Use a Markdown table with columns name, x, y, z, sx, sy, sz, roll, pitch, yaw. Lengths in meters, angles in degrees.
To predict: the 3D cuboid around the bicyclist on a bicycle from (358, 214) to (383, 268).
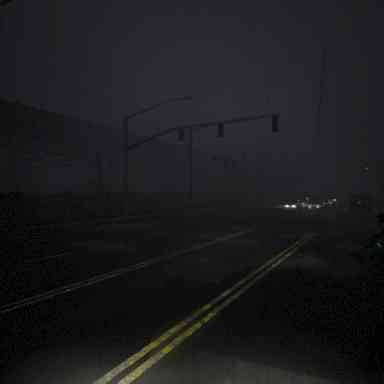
| name | x | y | z | sx | sy | sz | roll | pitch | yaw |
| --- | --- | --- | --- | --- | --- | --- | --- | --- | --- |
| bicyclist on a bicycle | 5.671 | 1.455 | 9.565 | 1.656 | 1.620 | 0.582 | -3 | -2 | 35 |

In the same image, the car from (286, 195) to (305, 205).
| name | x | y | z | sx | sy | sz | roll | pitch | yaw |
| --- | --- | --- | --- | --- | --- | --- | --- | --- | --- |
| car | 17.543 | 1.369 | 57.374 | 2.128 | 1.511 | 4.902 | 0 | 1 | 28 |

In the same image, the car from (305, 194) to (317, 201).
| name | x | y | z | sx | sy | sz | roll | pitch | yaw |
| --- | --- | --- | --- | --- | --- | --- | --- | --- | --- |
| car | 26.550 | 1.168 | 74.269 | 1.994 | 1.385 | 4.181 | 0 | 1 | 28 |

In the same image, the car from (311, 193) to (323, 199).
| name | x | y | z | sx | sy | sz | roll | pitch | yaw |
| --- | --- | --- | --- | --- | --- | --- | --- | --- | --- |
| car | 31.533 | 0.948 | 83.645 | 2.033 | 1.411 | 5.357 | 0 | 1 | 28 |

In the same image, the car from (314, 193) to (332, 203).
| name | x | y | z | sx | sy | sz | roll | pitch | yaw |
| --- | --- | --- | --- | --- | --- | --- | --- | --- | --- |
| car | 25.278 | 1.305 | 64.421 | 2.033 | 1.411 | 5.357 | 0 | 1 | 28 |

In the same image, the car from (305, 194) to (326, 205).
| name | x | y | z | sx | sy | sz | roll | pitch | yaw |
| --- | --- | --- | --- | --- | --- | --- | --- | --- | --- |
| car | 20.926 | 1.431 | 56.281 | 1.994 | 1.385 | 4.181 | 0 | 1 | 29 |

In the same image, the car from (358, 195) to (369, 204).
| name | x | y | z | sx | sy | sz | roll | pitch | yaw |
| --- | --- | --- | --- | --- | --- | --- | --- | --- | --- |
| car | 30.794 | 1.304 | 59.666 | 1.812 | 1.442 | 4.674 | 0 | 1 | 28 |

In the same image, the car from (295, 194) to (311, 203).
| name | x | y | z | sx | sy | sz | roll | pitch | yaw |
| --- | --- | --- | --- | --- | --- | --- | --- | --- | --- |
| car | 21.982 | 1.257 | 65.678 | 2.128 | 1.511 | 4.902 | 0 | 1 | 28 |

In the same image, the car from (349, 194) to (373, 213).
| name | x | y | z | sx | sy | sz | roll | pitch | yaw |
| --- | --- | --- | --- | --- | --- | --- | --- | --- | --- |
| car | 18.654 | 1.199 | 36.827 | 2.150 | 2.045 | 5.566 | 0 | 0 | 28 |

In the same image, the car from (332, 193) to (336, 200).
| name | x | y | z | sx | sy | sz | roll | pitch | yaw |
| --- | --- | --- | --- | --- | --- | --- | --- | --- | --- |
| car | 29.775 | 1.206 | 72.878 | 1.895 | 1.301 | 4.718 | 0 | 1 | 28 |
